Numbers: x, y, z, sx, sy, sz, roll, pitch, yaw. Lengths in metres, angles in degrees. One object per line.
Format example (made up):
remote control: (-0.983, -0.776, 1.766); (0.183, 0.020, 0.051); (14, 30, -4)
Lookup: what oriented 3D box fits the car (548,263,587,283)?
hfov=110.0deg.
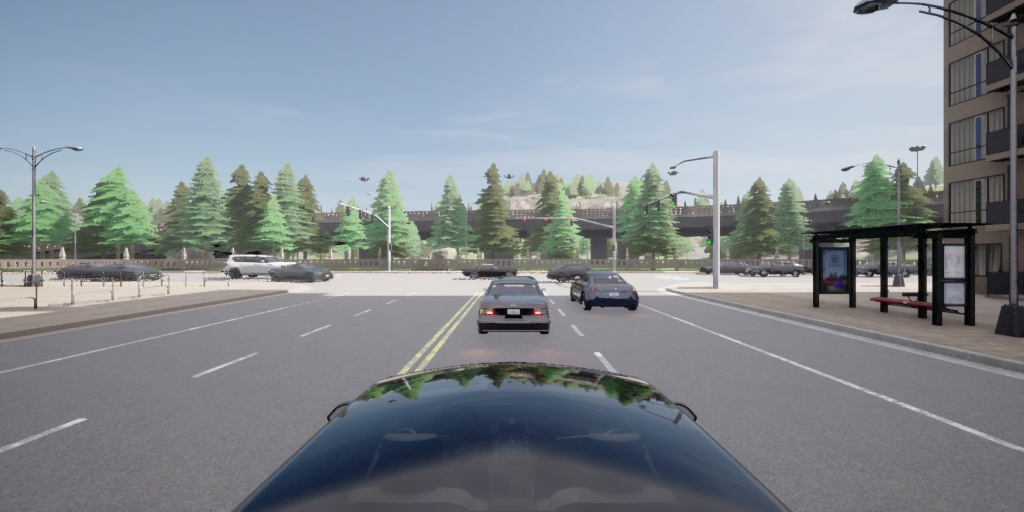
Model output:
car: (4.906, 1.254, 26.693); (4.674, 1.442, 1.812); (0, 0, 1)

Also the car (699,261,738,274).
car: (22.412, 1.242, 37.131); (5.357, 1.411, 2.033); (0, 0, 1)

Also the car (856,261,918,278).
car: (33.866, 1.186, 33.006); (4.902, 1.511, 2.128); (0, 0, 6)

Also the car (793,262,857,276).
car: (31.991, 1.295, 36.729); (4.718, 1.301, 1.895); (0, 0, 4)

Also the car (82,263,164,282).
car: (-29.073, 1.258, 27.105); (4.181, 1.385, 1.994); (0, 0, 0)

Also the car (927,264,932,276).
car: (42.036, 1.220, 34.859); (4.674, 1.442, 1.812); (0, 0, 19)

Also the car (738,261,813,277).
car: (24.528, 1.186, 33.550); (4.902, 1.511, 2.128); (0, 0, 2)

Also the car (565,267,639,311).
car: (3.580, 1.314, 14.556); (1.994, 1.385, 4.181); (0, 0, 0)

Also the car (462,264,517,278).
car: (-1.766, 1.321, 30.283); (4.718, 1.301, 1.895); (0, 0, 1)

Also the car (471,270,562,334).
car: (0.060, 1.297, 10.545); (2.033, 1.411, 5.357); (0, 0, 1)

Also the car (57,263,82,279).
car: (-35.739, 1.258, 30.583); (4.181, 1.385, 1.994); (0, 0, -1)

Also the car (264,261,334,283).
car: (-15.480, 1.259, 26.524); (4.181, 1.385, 1.994); (0, 0, 9)

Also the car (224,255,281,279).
car: (-21.264, 0.916, 30.545); (5.566, 2.045, 2.150); (0, 0, 1)

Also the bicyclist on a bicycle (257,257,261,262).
bicyclist on a bicycle: (-29.460, 0.995, 41.648); (0.582, 1.620, 1.656); (0, 0, 1)
